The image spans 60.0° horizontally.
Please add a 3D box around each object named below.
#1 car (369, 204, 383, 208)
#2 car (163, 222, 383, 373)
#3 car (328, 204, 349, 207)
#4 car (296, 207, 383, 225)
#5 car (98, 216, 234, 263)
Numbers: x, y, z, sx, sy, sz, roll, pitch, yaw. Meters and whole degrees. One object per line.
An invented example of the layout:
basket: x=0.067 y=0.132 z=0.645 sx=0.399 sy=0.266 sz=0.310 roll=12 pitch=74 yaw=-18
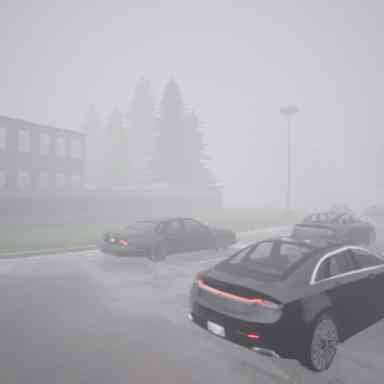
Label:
car: x=18.068 y=1.861 z=32.244 sx=1.895 sy=1.301 sz=4.718 roll=0 pitch=0 yaw=17
car: x=2.170 y=1.534 z=5.765 sx=4.902 sy=1.511 sz=2.128 roll=0 pitch=0 yaw=-40
car: x=14.293 y=1.806 z=32.279 sx=1.994 sy=1.385 sz=4.181 roll=0 pitch=0 yaw=20
car: x=6.027 y=1.596 z=13.910 sx=4.902 sy=1.511 sz=2.128 roll=0 pitch=0 yaw=-44
car: x=-0.678 y=1.611 z=12.316 sx=5.357 sy=1.411 sz=2.033 roll=1 pitch=0 yaw=-42
